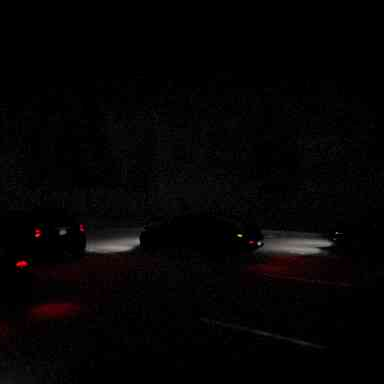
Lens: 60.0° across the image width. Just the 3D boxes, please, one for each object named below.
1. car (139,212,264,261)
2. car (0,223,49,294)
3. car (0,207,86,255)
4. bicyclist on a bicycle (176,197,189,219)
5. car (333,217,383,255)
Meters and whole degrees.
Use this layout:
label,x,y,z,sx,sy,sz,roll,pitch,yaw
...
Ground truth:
label,x,y,z,sx,sy,sz,roll,pitch,yaw
car,0.234,1.441,11.869,4.674,1.442,1.812,0,0,34
car,-5.842,1.517,7.562,5.357,1.411,2.033,0,0,33
car,-5.858,1.294,11.659,4.553,1.767,2.097,0,0,33
bicyclist on a bicycle,-0.586,1.156,21.383,0.582,1.620,1.656,0,1,32
car,7.394,1.395,11.212,4.892,1.490,1.837,0,0,35
